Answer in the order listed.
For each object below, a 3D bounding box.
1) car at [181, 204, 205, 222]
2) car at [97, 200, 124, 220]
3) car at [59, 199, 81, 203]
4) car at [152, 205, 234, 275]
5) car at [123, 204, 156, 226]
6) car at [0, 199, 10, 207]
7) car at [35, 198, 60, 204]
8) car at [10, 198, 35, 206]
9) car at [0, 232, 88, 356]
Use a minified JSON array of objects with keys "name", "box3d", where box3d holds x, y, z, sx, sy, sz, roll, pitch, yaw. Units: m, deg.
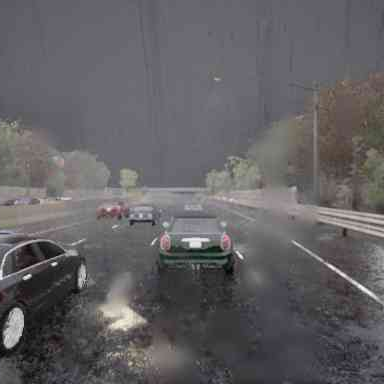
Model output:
[{"name":"car","box3d":[0.074,1.754,28.547,1.895,1.301,4.718,0,0,0]},{"name":"car","box3d":[-6.928,1.513,29.812,2.097,1.767,4.553,0,0,0]},{"name":"car","box3d":[-17.614,1.885,49.770,1.895,1.301,4.718,0,0,0]},{"name":"car","box3d":[0.089,1.407,10.807,2.097,1.767,4.553,0,0,0]},{"name":"car","box3d":[-3.425,1.679,24.865,2.033,1.411,5.357,0,0,0]},{"name":"car","box3d":[-28.102,1.788,49.805,1.837,1.490,4.892,0,0,0]},{"name":"car","box3d":[-21.111,1.638,50.023,2.097,1.767,4.553,0,0,0]},{"name":"car","box3d":[-24.608,1.637,49.832,2.097,1.767,4.553,0,0,0]},{"name":"car","box3d":[-3.407,1.537,6.066,1.837,1.490,4.892,0,0,0]}]
